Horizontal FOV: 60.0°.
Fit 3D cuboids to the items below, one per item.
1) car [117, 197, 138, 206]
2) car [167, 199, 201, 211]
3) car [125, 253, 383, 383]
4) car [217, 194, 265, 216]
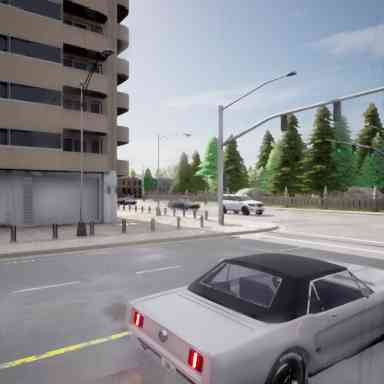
[{"bbox_3d":[-11.200,1.603,56.866,2.033,1.411,5.357,0,0,-35],"label":"car"},{"bbox_3d":[-1.098,1.603,42.720,2.033,1.411,5.357,0,0,-36],"label":"car"},{"bbox_3d":[1.567,1.601,4.897,4.718,1.301,1.895,0,0,-35],"label":"car"},{"bbox_3d":[4.967,1.278,34.293,2.150,2.045,5.566,0,0,-36],"label":"car"}]
